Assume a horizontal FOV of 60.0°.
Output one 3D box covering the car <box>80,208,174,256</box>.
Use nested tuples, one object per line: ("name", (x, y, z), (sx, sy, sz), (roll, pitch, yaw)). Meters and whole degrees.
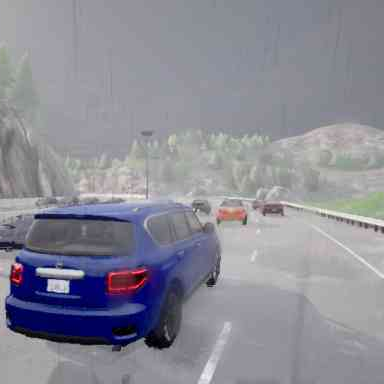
("car", (-2.507, 1.547, 14.531), (2.033, 1.411, 5.357), (0, 0, 13))

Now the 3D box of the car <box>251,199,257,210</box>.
("car", (8.809, 1.547, 43.027), (2.033, 1.411, 5.357), (0, 0, 4))

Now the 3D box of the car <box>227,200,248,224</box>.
("car", (3.073, 1.351, 24.841), (2.097, 1.767, 4.553), (0, 0, 10))

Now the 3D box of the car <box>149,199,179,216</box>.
("car", (-2.703, 1.477, 33.331), (1.882, 1.535, 5.008), (0, 0, 8))

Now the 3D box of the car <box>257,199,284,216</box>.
("car", (7.772, 1.477, 32.726), (1.882, 1.535, 5.008), (0, 0, 7))

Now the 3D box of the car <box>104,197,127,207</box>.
("car", (-11.802, 1.547, 51.575), (2.033, 1.411, 5.357), (0, 0, 2))

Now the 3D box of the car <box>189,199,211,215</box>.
("car", (0.909, 1.502, 34.096), (1.837, 1.490, 4.892), (0, -1, 7))

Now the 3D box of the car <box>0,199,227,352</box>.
("car", (-0.901, 1.221, 6.586), (2.150, 2.045, 5.566), (0, 0, 15))
